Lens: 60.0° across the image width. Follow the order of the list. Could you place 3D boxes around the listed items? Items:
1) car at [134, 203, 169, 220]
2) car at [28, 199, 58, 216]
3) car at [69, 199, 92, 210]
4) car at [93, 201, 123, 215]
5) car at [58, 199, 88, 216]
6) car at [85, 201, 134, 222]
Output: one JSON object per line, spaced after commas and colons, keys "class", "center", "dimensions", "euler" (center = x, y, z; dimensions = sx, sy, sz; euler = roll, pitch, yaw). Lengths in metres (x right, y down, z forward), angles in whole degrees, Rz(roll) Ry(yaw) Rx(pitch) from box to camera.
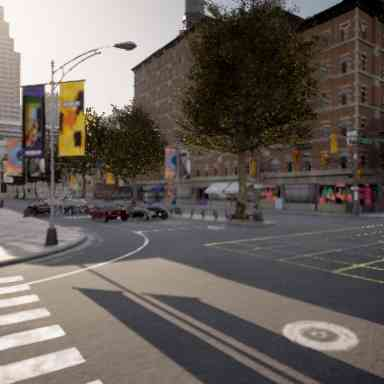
{"class": "car", "center": [-3.762, 1.672, 29.060], "dimensions": [1.994, 1.385, 4.181], "euler": [0, 0, -35]}
{"class": "car", "center": [-15.348, 1.705, 33.980], "dimensions": [1.895, 1.301, 4.718], "euler": [0, 0, -35]}
{"class": "car", "center": [-15.324, 1.680, 45.534], "dimensions": [1.812, 1.442, 4.674], "euler": [0, 0, -35]}
{"class": "car", "center": [-9.425, 1.694, 37.127], "dimensions": [1.994, 1.385, 4.181], "euler": [0, 0, -35]}
{"class": "car", "center": [-12.270, 1.624, 35.078], "dimensions": [1.837, 1.490, 4.892], "euler": [0, 0, -35]}
{"class": "car", "center": [-6.878, 1.698, 27.405], "dimensions": [1.895, 1.301, 4.718], "euler": [0, 0, -35]}
